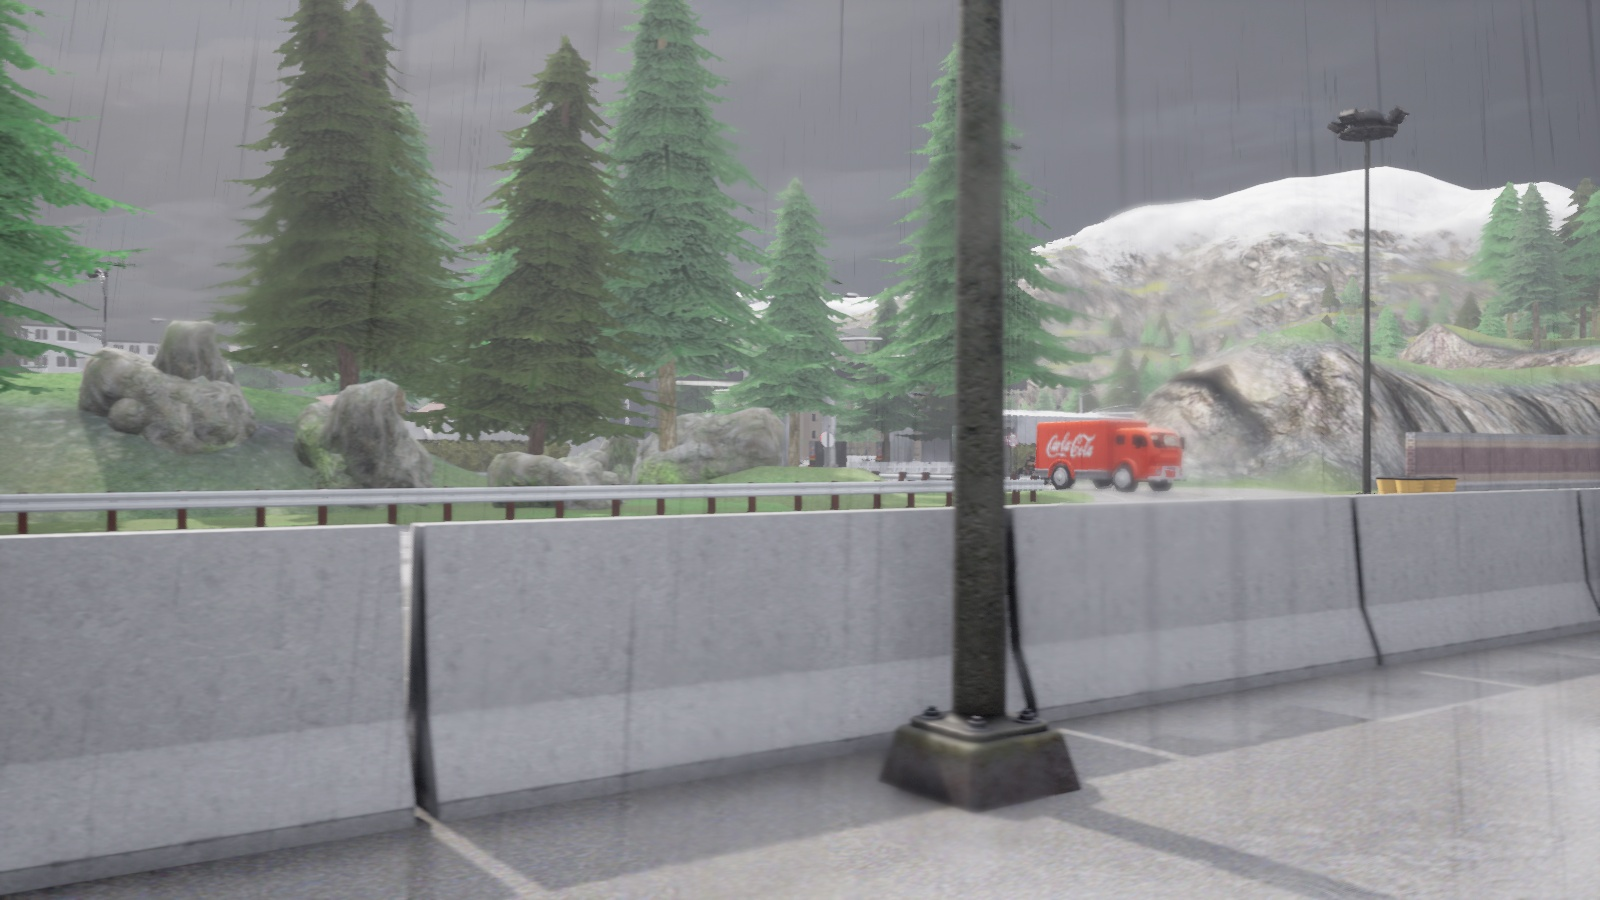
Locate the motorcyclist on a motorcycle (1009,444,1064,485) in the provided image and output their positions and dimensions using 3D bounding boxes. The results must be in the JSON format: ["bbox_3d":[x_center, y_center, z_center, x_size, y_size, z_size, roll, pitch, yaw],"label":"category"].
[{"bbox_3d":[9.705,0.606,51.717,0.766,1.649,2.350,0,0,-35],"label":"motorcyclist on a motorcycle"}]

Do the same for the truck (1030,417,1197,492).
[{"bbox_3d":[10.876,0.150,43.961,2.627,2.467,5.204,0,0,-35],"label":"truck"}]
